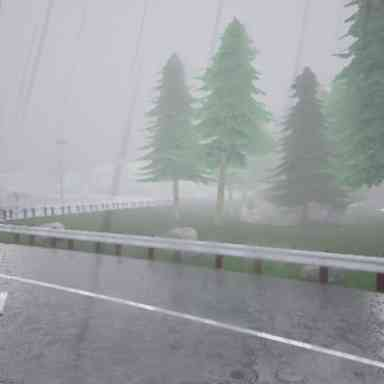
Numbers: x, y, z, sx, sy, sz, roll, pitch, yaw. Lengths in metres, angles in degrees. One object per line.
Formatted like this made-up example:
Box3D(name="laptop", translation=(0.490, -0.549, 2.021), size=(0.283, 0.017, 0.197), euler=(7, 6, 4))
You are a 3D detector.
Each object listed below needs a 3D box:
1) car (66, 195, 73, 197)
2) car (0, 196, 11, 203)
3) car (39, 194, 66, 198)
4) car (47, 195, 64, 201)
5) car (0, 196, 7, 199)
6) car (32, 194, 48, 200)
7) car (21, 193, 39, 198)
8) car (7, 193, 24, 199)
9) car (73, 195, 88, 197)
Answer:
Box3D(name="car", translation=(-31.029, 1.432, 84.714), size=(2.128, 1.511, 4.902), euler=(0, 0, -3))
Box3D(name="car", translation=(-39.662, 1.500, 68.318), size=(1.994, 1.385, 4.181), euler=(0, 0, 17))
Box3D(name="car", translation=(-28.833, 1.458, 68.743), size=(1.812, 1.442, 4.674), euler=(0, 0, 13))
Box3D(name="car", translation=(-34.522, 1.441, 84.138), size=(2.128, 1.511, 4.902), euler=(0, 0, 1))
Box3D(name="car", translation=(-33.214, 1.487, 54.139), size=(1.812, 1.442, 4.674), euler=(0, 0, 20))
Box3D(name="car", translation=(-38.019, 1.177, 83.461), size=(1.812, 1.442, 4.674), euler=(0, 0, 1))
Box3D(name="car", translation=(-32.278, 1.477, 69.350), size=(2.033, 1.411, 5.357), euler=(0, 0, 13))
Box3D(name="car", translation=(-35.907, 1.167, 69.026), size=(2.150, 2.045, 5.566), euler=(0, 0, 13))
Box3D(name="car", translation=(-27.526, 1.426, 84.138), size=(2.128, 1.511, 4.902), euler=(0, 0, 1))
